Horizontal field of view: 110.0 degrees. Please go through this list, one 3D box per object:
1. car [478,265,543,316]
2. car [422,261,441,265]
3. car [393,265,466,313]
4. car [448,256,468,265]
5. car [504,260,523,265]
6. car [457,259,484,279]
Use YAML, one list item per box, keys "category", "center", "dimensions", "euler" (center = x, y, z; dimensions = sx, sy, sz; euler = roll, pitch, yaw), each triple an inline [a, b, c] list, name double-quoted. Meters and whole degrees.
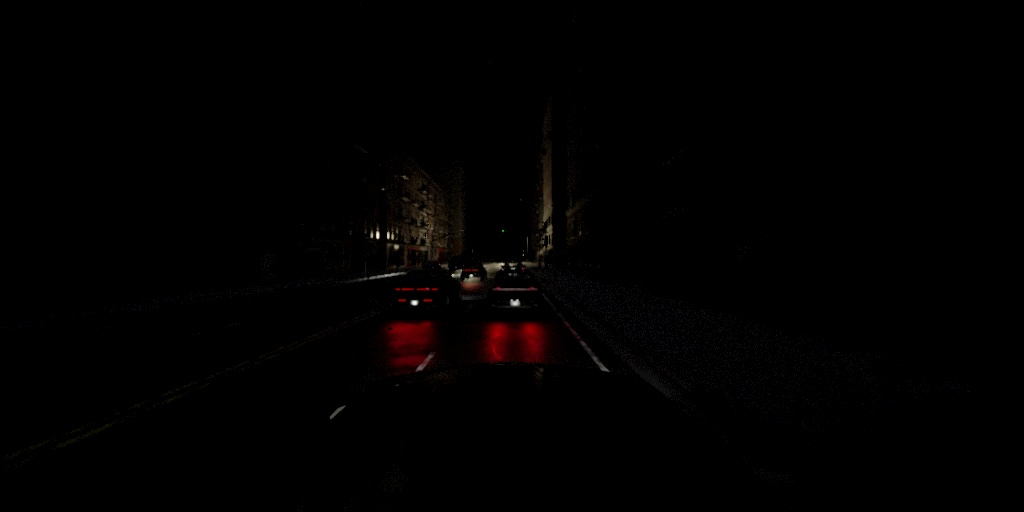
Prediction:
- category: "car"
  center: [0.099, 1.253, 13.523]
  dimensions: [2.128, 1.511, 4.902]
  euler: [0, 0, 0]
- category: "car"
  center: [-9.771, 1.303, 43.521]
  dimensions: [1.812, 1.442, 4.674]
  euler: [0, 0, 0]
- category: "car"
  center: [-3.151, 1.266, 14.025]
  dimensions: [1.837, 1.490, 4.892]
  euler: [0, 0, 0]
- category: "car"
  center: [-6.511, 0.999, 44.430]
  dimensions: [2.150, 2.045, 5.566]
  euler: [0, 0, 0]
- category: "car"
  center: [0.096, 1.123, 29.726]
  dimensions: [2.097, 1.767, 4.553]
  euler: [0, 0, 0]
- category: "car"
  center: [-3.153, 1.275, 30.143]
  dimensions: [1.837, 1.490, 4.892]
  euler: [0, 0, 0]
